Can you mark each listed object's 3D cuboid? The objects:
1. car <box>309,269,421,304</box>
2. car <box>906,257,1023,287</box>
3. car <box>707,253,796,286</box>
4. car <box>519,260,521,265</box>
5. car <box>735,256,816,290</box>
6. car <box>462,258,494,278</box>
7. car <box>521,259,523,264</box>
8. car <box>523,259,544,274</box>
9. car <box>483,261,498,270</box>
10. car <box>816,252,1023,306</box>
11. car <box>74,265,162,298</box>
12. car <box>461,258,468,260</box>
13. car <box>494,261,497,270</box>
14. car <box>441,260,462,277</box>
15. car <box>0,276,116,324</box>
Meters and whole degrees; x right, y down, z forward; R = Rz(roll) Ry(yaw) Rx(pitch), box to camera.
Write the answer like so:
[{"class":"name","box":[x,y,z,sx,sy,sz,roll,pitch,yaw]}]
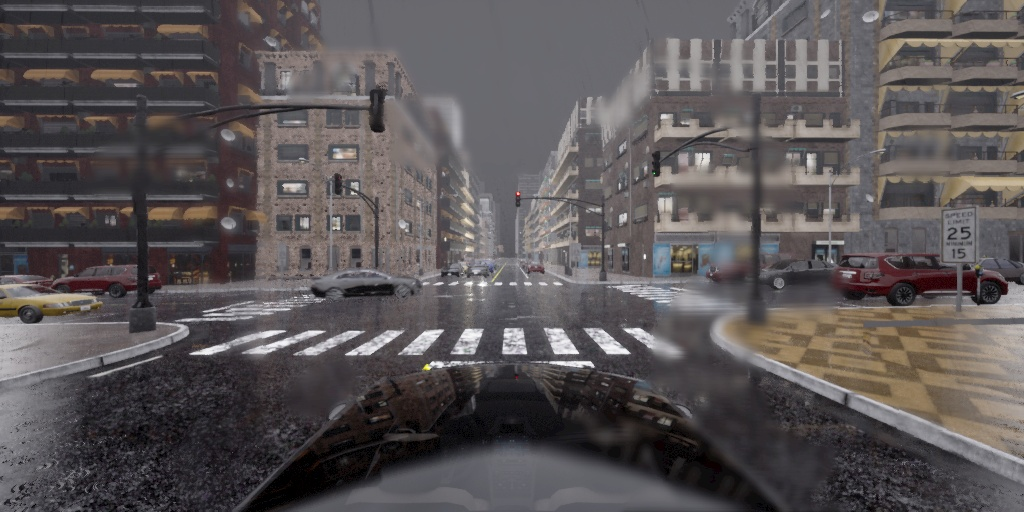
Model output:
[{"class":"car","box":[-6.848,1.342,17.052,4.902,1.511,2.128,-1,1,-22]},{"class":"car","box":[24.727,0.807,19.052,5.357,1.411,2.033,-1,0,-1]},{"class":"car","box":[14.536,0.759,21.530,5.009,1.841,2.192,0,0,-1]},{"class":"car","box":[2.577,1.349,57.902,1.802,1.307,4.207,0,0,0]},{"class":"car","box":[14.936,0.947,18.944,4.892,1.490,1.837,-1,0,-1]},{"class":"car","box":[-3.165,1.247,34.029,2.128,1.511,4.902,0,0,0]},{"class":"car","box":[2.600,1.200,46.537,1.967,1.591,4.097,0,0,0]},{"class":"car","box":[2.611,1.198,40.855,1.967,1.591,4.097,0,0,0]},{"class":"car","box":[-3.196,1.365,53.448,1.895,1.301,4.718,0,0,0]},{"class":"car","box":[14.687,0.775,13.151,5.009,1.841,2.192,0,0,-1]},{"class":"car","box":[-23.638,1.462,21.088,5.009,1.841,2.192,0,0,-1]},{"class":"car","box":[-5.769,1.284,40.666,1.751,1.417,4.829,0,0,0]},{"class":"car","box":[-3.183,1.237,43.451,1.882,1.535,5.008,0,0,0]},{"class":"car","box":[-5.757,1.322,35.154,1.948,1.339,4.313,0,0,0]},{"class":"car","box":[-17.652,1.585,12.804,4.829,1.417,1.751,0,0,-1]}]
